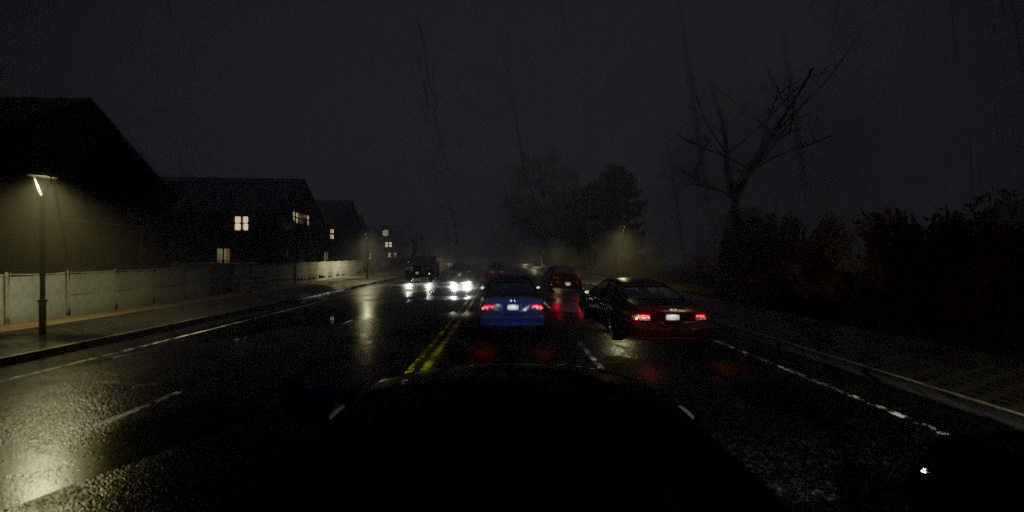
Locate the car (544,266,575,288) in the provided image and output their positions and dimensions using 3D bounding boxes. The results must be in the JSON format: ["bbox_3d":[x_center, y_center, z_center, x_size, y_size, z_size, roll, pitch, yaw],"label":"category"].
[{"bbox_3d":[2.878,1.289,21.341,1.812,1.442,4.674,0,0,-2],"label":"car"}]

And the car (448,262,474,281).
[{"bbox_3d":[-4.303,1.250,30.800,2.128,1.511,4.902,0,0,-3],"label":"car"}]

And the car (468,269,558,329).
[{"bbox_3d":[-0.043,1.304,11.276,2.033,1.411,5.357,0,0,-1],"label":"car"}]

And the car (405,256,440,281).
[{"bbox_3d":[-7.549,0.976,30.687,2.150,2.045,5.566,0,0,-3],"label":"car"}]

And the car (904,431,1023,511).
[{"bbox_3d":[3.321,1.252,0.135,1.837,1.490,4.892,0,0,0],"label":"car"}]

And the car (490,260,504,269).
[{"bbox_3d":[-2.188,1.287,51.699,1.812,1.442,4.674,0,0,-3],"label":"car"}]

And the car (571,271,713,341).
[{"bbox_3d":[3.226,1.305,9.850,2.033,1.411,5.357,0,0,-1],"label":"car"}]
